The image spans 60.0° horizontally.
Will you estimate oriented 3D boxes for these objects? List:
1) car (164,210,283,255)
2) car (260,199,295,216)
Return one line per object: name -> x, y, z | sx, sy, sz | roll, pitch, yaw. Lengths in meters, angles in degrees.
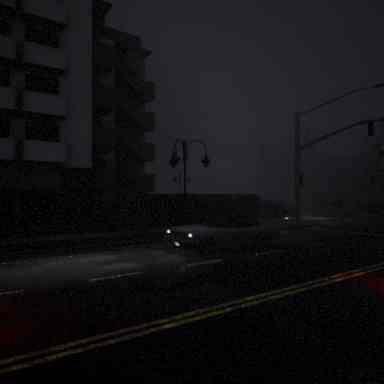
car -> 1.268, 1.601, 13.470 | 4.718, 1.301, 1.895 | 0, 0, -35
car -> 7.769, 1.478, 32.176 | 1.882, 1.535, 5.008 | 0, 0, -38
